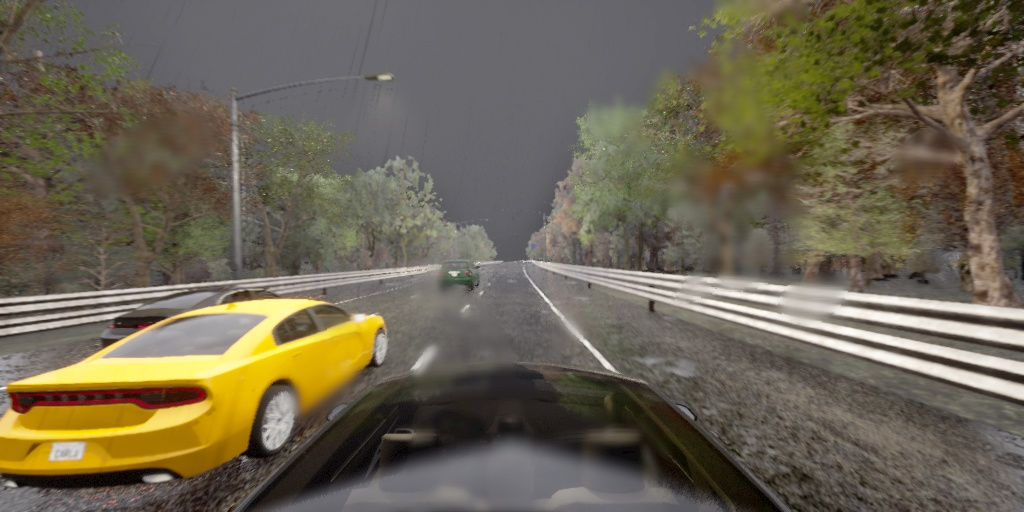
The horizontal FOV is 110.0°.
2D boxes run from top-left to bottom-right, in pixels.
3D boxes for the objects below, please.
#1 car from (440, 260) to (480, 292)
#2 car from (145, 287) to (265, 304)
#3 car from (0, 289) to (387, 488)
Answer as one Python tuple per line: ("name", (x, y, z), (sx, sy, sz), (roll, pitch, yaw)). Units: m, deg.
("car", (-3.514, 1.281, 24.764), (2.150, 2.045, 5.566), (-2, -1, 0))
("car", (-6.977, 1.514, 8.995), (1.837, 1.490, 4.892), (-2, -1, 0))
("car", (-3.408, 1.353, 5.200), (1.882, 1.535, 5.008), (-2, -1, -1))
